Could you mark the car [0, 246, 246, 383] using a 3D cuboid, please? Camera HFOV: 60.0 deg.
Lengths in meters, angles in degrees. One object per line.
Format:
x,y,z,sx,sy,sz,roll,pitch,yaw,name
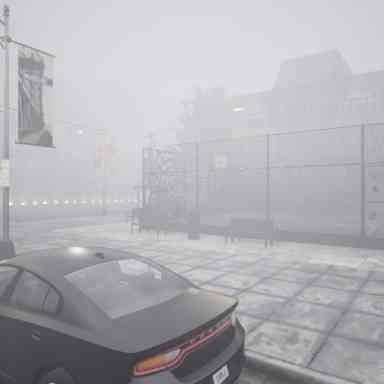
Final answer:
-1.763,1.480,4.390,5.008,1.535,2.097,0,0,35,car
